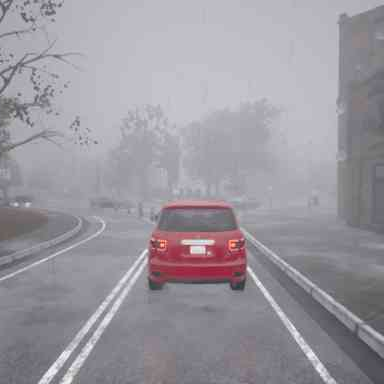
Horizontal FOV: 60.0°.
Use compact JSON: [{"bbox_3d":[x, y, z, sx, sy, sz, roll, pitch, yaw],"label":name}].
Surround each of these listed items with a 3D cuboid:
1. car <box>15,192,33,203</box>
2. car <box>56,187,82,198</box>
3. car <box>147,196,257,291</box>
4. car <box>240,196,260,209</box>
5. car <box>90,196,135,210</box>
[{"bbox_3d":[-25.345,0.759,50.310,1.882,1.535,5.008,-1,2,-17],"label":"car"},{"bbox_3d":[-24.613,0.084,67.027,2.150,2.045,5.566,1,2,25],"label":"car"},{"bbox_3d":[0.116,1.212,9.142,2.150,2.045,5.566,0,0,0],"label":"car"},{"bbox_3d":[5.582,1.176,35.591,1.812,1.442,4.674,1,2,35],"label":"car"},{"bbox_3d":[-8.510,1.137,35.706,4.902,1.511,2.128,1,2,13],"label":"car"}]
